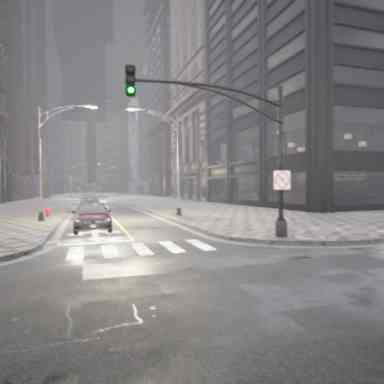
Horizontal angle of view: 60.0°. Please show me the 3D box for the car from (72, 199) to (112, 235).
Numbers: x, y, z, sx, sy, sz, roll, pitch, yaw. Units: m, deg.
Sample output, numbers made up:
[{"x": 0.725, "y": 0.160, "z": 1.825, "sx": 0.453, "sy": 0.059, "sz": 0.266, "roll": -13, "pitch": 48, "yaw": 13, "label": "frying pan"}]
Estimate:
[{"x": -5.355, "y": 1.317, "z": 17.790, "sx": 1.812, "sy": 1.442, "sz": 4.674, "roll": -1, "pitch": 1, "yaw": -18, "label": "car"}]

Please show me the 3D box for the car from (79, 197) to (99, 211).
[{"x": -11.115, "y": 1.214, "z": 35.900, "sx": 1.895, "sy": 1.301, "sz": 4.718, "roll": -1, "pitch": 1, "yaw": -18, "label": "car"}]

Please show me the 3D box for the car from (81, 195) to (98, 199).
[{"x": -8.162, "y": 1.209, "z": 26.524, "sx": 1.837, "sy": 1.490, "sz": 4.892, "roll": -1, "pitch": 1, "yaw": -18, "label": "car"}]

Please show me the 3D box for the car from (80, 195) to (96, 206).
[{"x": -14.160, "y": 1.090, "z": 45.331, "sx": 1.994, "sy": 1.385, "sz": 4.181, "roll": -1, "pitch": 1, "yaw": -18, "label": "car"}]
